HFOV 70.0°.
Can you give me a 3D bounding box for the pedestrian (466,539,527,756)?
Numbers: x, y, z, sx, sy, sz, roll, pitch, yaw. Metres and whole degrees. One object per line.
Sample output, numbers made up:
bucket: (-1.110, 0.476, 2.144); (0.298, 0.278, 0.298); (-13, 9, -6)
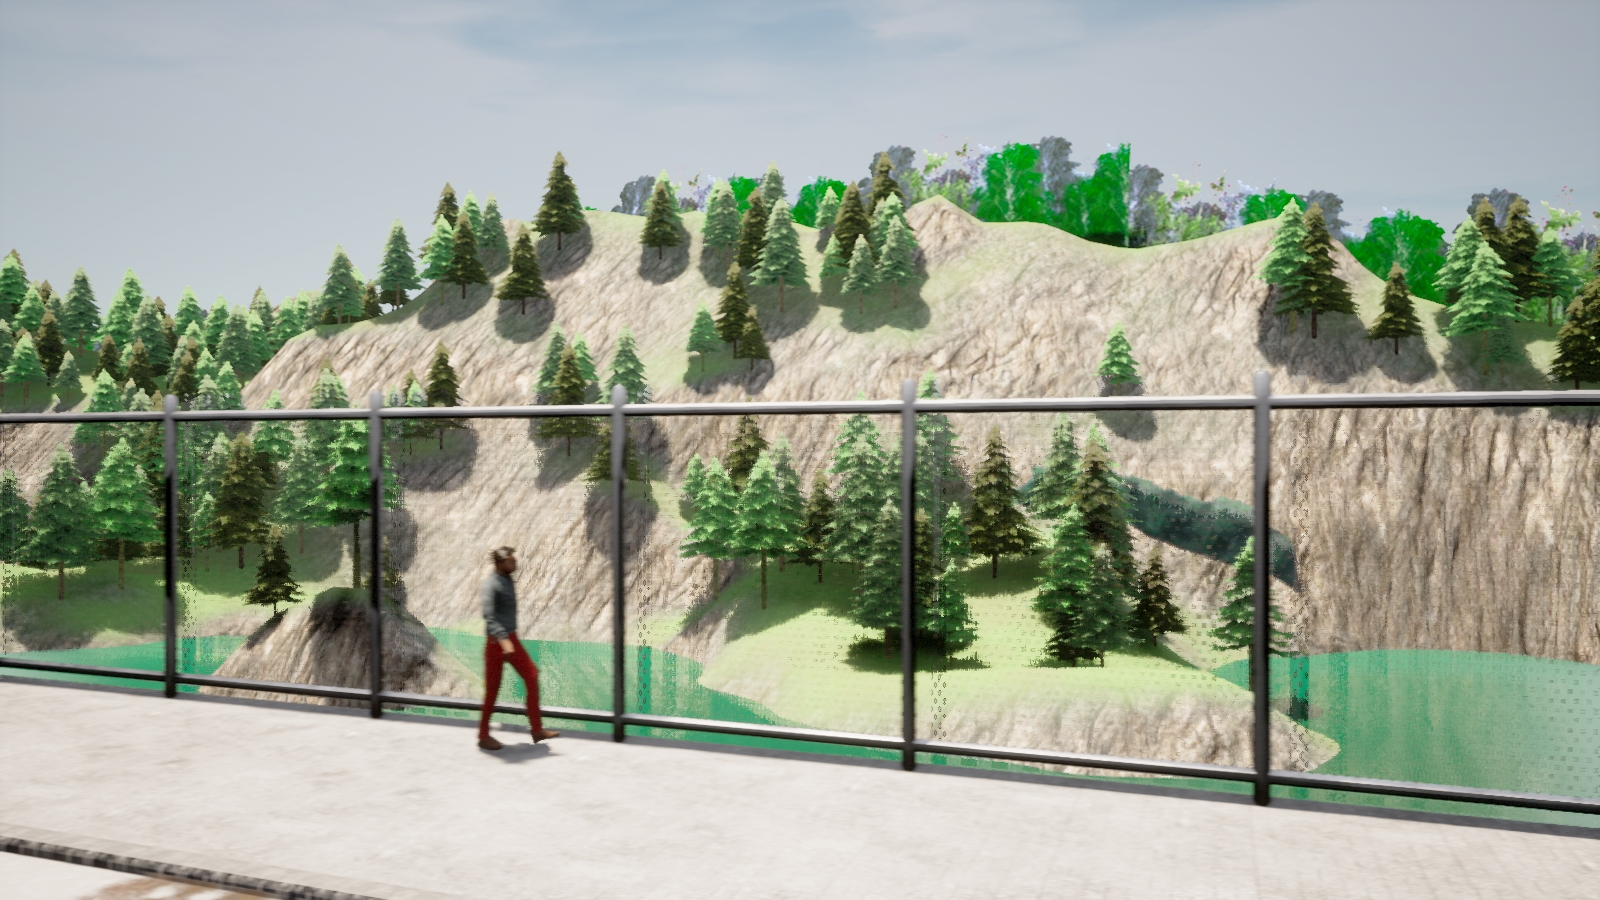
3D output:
pedestrian: (-2.708, 1.743, 10.210); (0.375, 1.860, 0.375); (0, 0, 19)
